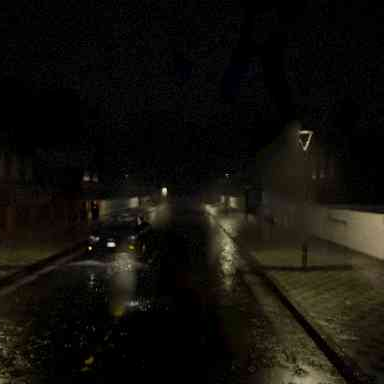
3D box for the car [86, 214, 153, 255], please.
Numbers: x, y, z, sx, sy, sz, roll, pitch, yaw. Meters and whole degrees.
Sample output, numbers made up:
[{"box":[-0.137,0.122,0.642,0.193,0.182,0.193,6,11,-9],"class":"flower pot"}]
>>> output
[{"box":[-2.731,1.599,13.235,1.994,1.385,4.181,0,0,0],"class":"car"}]
